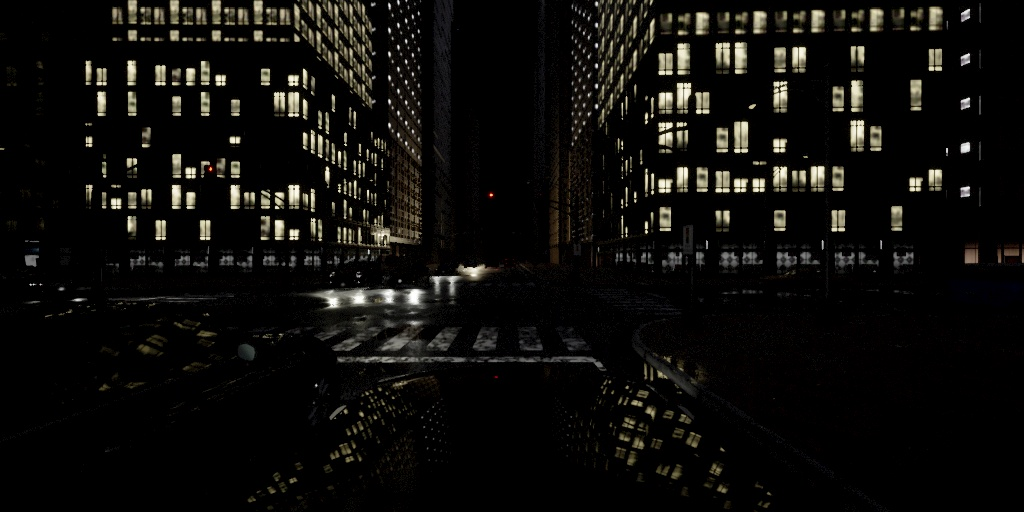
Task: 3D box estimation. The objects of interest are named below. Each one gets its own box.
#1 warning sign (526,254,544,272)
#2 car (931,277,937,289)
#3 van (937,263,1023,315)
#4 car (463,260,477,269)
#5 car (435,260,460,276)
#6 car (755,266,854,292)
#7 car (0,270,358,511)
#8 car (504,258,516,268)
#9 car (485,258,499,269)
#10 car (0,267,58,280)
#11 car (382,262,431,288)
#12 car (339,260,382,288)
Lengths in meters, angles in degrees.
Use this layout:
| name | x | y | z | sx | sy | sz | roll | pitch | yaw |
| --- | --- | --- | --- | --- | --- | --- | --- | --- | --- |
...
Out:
| name | x | y | z | sx | sy | sz | roll | pitch | yaw |
| --- | --- | --- | --- | --- | --- | --- | --- | --- | --- |
| warning sign | 2.611 | 0.910 | 40.854 | 1.300 | 1.860 | 1.060 | 0 | 0 | 0 |
| car | 26.808 | 1.356 | 20.531 | 4.207 | 1.307 | 1.802 | 0 | 0 | 2 |
| van | 18.292 | 1.119 | 12.792 | 3.998 | 1.789 | 1.690 | 0 | 0 | 2 |
| car | -6.921 | 1.325 | 59.683 | 1.882 | 1.535 | 5.008 | 0 | 0 | 0 |
| car | -6.821 | 1.314 | 37.818 | 1.812 | 1.442 | 4.674 | 0 | 0 | 0 |
| car | 16.971 | 1.293 | 20.956 | 4.829 | 1.417 | 1.751 | 0 | 0 | 2 |
| car | -3.155 | 1.102 | 2.581 | 2.097 | 1.767 | 4.553 | 0 | 0 | 0 |
| car | -0.380 | 1.426 | 63.851 | 1.994 | 1.385 | 4.181 | 0 | 0 | 0 |
| car | -3.494 | 1.204 | 61.233 | 2.097 | 1.767 | 4.553 | 0 | 0 | -2 |
| car | -23.084 | 1.250 | 16.416 | 4.902 | 1.511 | 2.128 | 0 | 0 | 0 |
| car | -6.735 | 1.270 | 23.901 | 1.837 | 1.490 | 4.892 | 0 | -1 | 0 |
| car | -9.982 | 1.113 | 23.383 | 2.097 | 1.767 | 4.553 | 0 | 0 | 0 |
